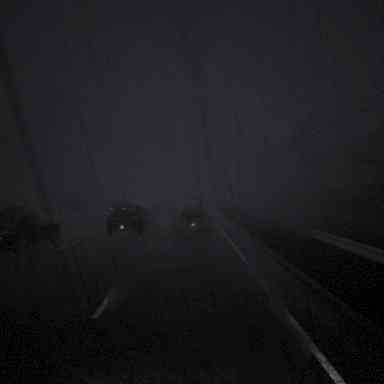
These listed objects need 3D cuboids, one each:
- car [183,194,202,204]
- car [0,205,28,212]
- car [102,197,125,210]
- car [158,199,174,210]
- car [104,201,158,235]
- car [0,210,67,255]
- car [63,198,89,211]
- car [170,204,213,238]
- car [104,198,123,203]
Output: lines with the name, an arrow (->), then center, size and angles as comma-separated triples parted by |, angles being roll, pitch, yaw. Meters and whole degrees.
car -> 0.096, 1.238, 41.467 | 2.150, 2.045, 5.566 | 0, 0, 0
car -> -10.418, 1.514, 18.980 | 1.837, 1.490, 4.892 | 0, 1, 0
car -> -10.404, 1.494, 44.653 | 1.882, 1.535, 5.008 | 0, 0, 0
car -> -3.405, 1.580, 43.110 | 1.994, 1.385, 4.181 | 0, 0, 0
car -> -3.418, 1.499, 18.680 | 2.128, 1.511, 4.902 | 0, 0, 0
car -> -6.947, 1.606, 13.249 | 1.895, 1.301, 4.718 | 0, 0, 0
car -> -13.906, 1.521, 40.155 | 1.837, 1.490, 4.892 | 0, 0, 0
car -> 0.077, 1.571, 17.911 | 1.994, 1.385, 4.181 | 0, 0, 0
car -> -6.908, 1.560, 33.459 | 2.033, 1.411, 5.357 | 0, 0, 0
